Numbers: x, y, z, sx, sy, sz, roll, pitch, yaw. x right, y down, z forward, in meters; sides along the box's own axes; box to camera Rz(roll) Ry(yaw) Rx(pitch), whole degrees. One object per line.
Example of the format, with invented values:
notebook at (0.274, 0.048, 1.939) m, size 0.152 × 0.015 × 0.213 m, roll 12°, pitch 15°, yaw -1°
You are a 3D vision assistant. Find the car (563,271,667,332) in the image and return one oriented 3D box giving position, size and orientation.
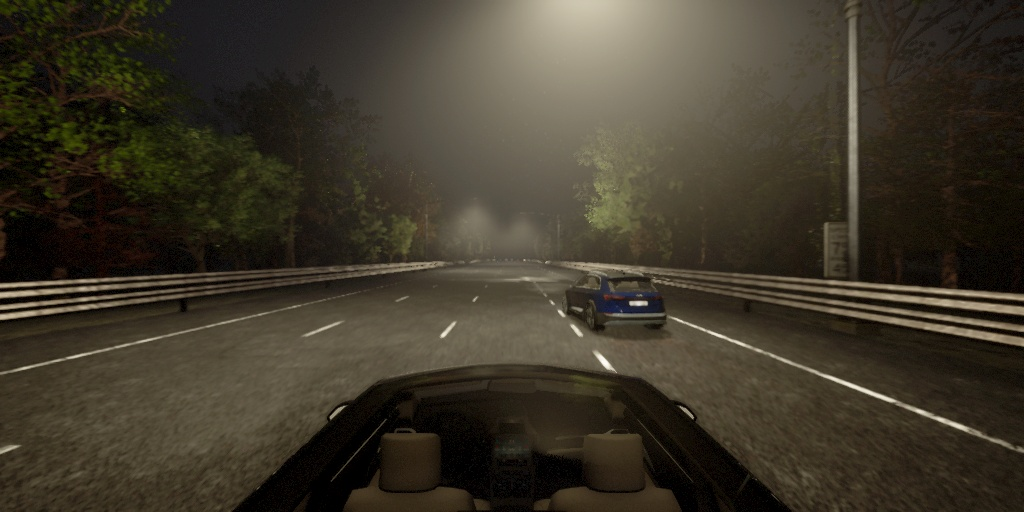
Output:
car at (2.942, 1.274, 11.122) m, size 2.033 × 1.649 × 4.856 m, roll 0°, pitch -1°, yaw -5°
